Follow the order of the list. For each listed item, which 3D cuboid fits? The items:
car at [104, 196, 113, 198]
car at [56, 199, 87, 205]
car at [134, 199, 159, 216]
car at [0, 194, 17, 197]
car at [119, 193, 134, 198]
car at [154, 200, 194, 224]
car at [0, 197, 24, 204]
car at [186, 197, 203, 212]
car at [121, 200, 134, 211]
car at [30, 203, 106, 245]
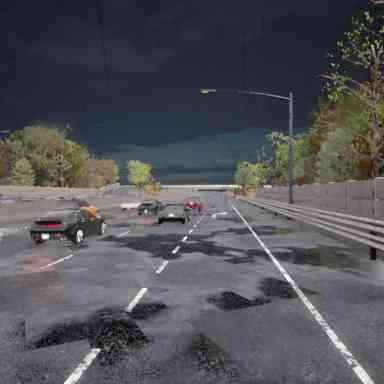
[{"bbox_3d":[-18.132,1.577,71.607,1.812,1.442,4.674,0,0,5],"label":"car"},{"bbox_3d":[-8.304,1.354,23.871,2.097,1.767,4.553,0,0,4],"label":"car"},{"bbox_3d":[-3.977,1.505,32.879,1.837,1.490,4.892,0,0,5],"label":"car"},{"bbox_3d":[-24.267,1.358,43.842,2.097,1.767,4.553,0,0,6],"label":"car"},{"bbox_3d":[-14.461,1.282,73.336,2.150,2.045,5.566,0,0,5],"label":"car"},{"bbox_3d":[-1.215,1.563,24.589,1.994,1.385,4.181,0,0,5],"label":"car"},{"bbox_3d":[-18.202,1.527,33.266,1.812,1.442,4.674,0,0,5],"label":"car"},{"bbox_3d":[0.145,1.357,39.557,2.097,1.767,4.553,0,0,5],"label":"car"},{"bbox_3d":[-6.885,1.605,39.551,1.895,1.301,4.718,0,0,5],"label":"car"},{"bbox_3d":[-5.551,1.504,15.541,1.837,1.490,4.892,0,0,5],"label":"car"}]
